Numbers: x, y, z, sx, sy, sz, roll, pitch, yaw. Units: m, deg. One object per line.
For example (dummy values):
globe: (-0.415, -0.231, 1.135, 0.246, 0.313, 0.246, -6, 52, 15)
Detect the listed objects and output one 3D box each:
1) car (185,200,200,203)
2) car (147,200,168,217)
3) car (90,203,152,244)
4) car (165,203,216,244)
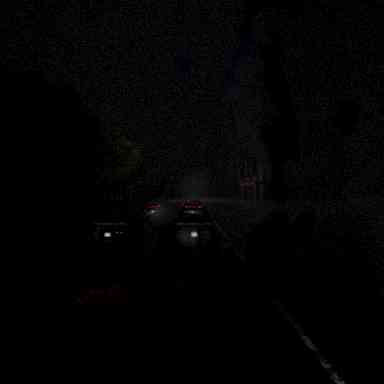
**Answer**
car: (0.080, 1.533, 31.642, 2.128, 1.511, 4.902, 0, 0, 0)
car: (-3.420, 1.533, 31.654, 2.128, 1.511, 4.902, 0, 0, 0)
car: (-3.412, 1.513, 15.873, 2.128, 1.511, 4.902, 0, 0, 0)
car: (0.088, 1.513, 15.865, 2.128, 1.511, 4.902, 0, 0, 0)
